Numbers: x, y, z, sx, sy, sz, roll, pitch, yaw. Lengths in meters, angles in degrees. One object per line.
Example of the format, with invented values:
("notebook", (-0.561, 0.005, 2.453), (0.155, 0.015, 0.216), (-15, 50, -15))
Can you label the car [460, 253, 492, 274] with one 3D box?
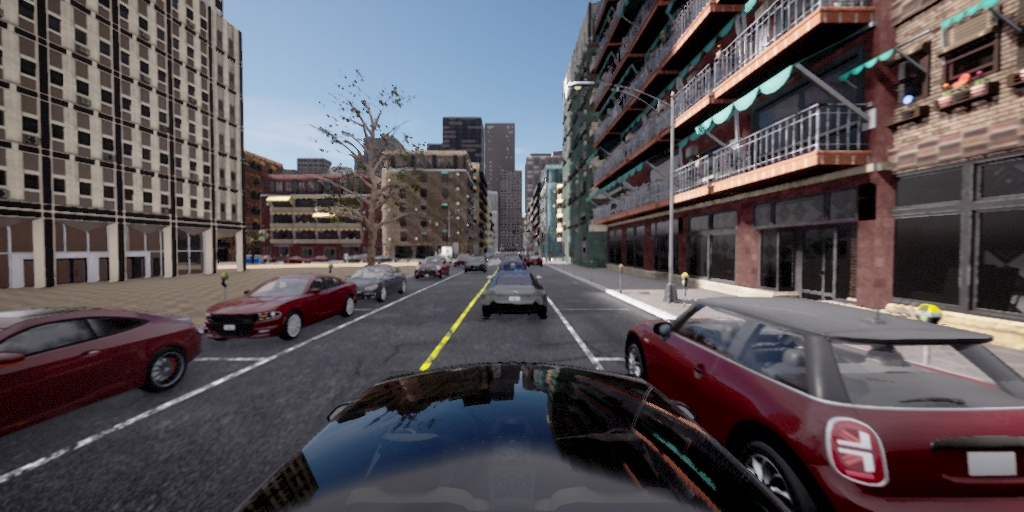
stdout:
("car", (-3.109, 0.725, 31.841), (1.837, 1.490, 4.892), (0, 1, 0))

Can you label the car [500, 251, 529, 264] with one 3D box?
("car", (0.076, 0.613, 29.475), (2.097, 1.767, 4.553), (0, 1, 0))

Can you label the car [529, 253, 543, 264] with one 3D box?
("car", (2.675, 0.579, 42.644), (1.888, 1.381, 4.507), (0, 0, 0))

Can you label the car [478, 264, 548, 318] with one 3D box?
("car", (0.075, 1.130, 12.078), (1.994, 1.385, 4.181), (0, 1, 0))

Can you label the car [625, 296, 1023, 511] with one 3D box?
("car", (2.687, 1.150, 3.958), (1.967, 1.591, 4.097), (0, 0, 0))

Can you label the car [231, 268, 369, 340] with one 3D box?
("car", (-5.695, 1.158, 9.483), (1.888, 1.381, 4.507), (0, 0, 0))

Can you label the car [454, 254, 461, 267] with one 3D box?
("car", (-5.706, 0.474, 42.643), (1.967, 1.591, 4.097), (0, 0, 0))

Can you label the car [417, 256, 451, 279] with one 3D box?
("car", (-5.700, 0.760, 26.063), (1.967, 1.591, 4.097), (0, 0, 0))

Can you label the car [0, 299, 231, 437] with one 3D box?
("car", (-5.693, 1.292, 3.956), (1.802, 1.307, 4.207), (0, 0, 0))

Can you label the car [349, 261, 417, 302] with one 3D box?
("car", (-5.697, 1.065, 15.009), (2.007, 1.370, 4.403), (0, 0, 0))

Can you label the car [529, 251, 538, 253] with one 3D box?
("car", (2.674, 0.254, 48.172), (2.192, 1.841, 5.009), (0, 0, 0))
